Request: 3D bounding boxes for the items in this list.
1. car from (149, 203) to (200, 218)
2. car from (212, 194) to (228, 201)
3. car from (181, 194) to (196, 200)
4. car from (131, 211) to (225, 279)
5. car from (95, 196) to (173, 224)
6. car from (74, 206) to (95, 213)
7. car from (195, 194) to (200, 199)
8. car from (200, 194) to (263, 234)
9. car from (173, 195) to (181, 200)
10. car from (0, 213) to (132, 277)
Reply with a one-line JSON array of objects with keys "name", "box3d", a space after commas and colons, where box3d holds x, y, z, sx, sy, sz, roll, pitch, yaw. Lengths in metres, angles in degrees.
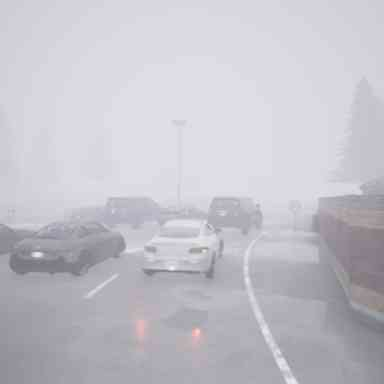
[{"name": "car", "box3d": [-0.407, 1.574, 21.508, 2.128, 1.511, 4.902, 0, 0, 24]}, {"name": "car", "box3d": [6.340, 1.225, 74.969, 1.895, 1.301, 4.718, 0, 1, 26]}, {"name": "car", "box3d": [0.070, 1.138, 78.084, 1.882, 1.535, 5.008, 0, 1, 26]}, {"name": "car", "box3d": [-0.122, 1.526, 10.018, 1.812, 1.442, 4.674, 0, 0, 9]}, {"name": "car", "box3d": [-3.735, 1.312, 22.664, 2.150, 2.045, 5.566, 0, 0, 24]}, {"name": "car", "box3d": [-6.837, 1.675, 24.280, 1.994, 1.385, 4.181, 0, 0, 24]}, {"name": "car", "box3d": [3.199, 1.240, 76.514, 1.895, 1.301, 4.718, 0, 1, 26]}, {"name": "car", "box3d": [2.678, 1.283, 19.859, 2.150, 2.045, 5.566, 0, 0, 24]}, {"name": "car", "box3d": [-3.082, 1.271, 79.604, 1.895, 1.301, 4.718, 0, 1, 26]}, {"name": "car", "box3d": [-3.606, 1.569, 10.393, 1.994, 1.385, 4.181, 0, 0, 9]}]
